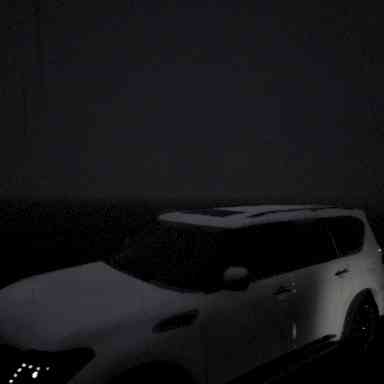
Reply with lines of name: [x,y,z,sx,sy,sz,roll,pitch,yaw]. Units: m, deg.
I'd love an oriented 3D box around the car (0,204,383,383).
car: [0.409,1.224,4.323,5.566,2.045,2.150,0,0,-36]
